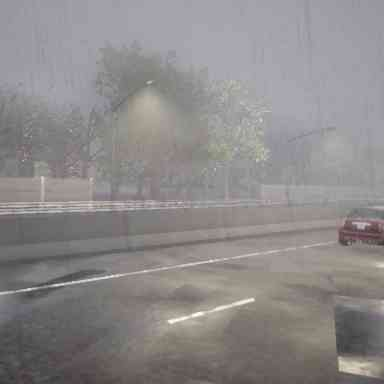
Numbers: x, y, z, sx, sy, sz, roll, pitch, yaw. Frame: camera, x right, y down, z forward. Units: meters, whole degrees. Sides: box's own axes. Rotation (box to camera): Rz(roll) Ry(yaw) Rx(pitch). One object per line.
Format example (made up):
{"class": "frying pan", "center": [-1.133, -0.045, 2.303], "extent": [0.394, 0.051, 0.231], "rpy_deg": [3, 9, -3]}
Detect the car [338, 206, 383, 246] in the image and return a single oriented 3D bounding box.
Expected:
{"class": "car", "center": [8.245, 1.366, 14.050], "extent": [4.553, 1.767, 2.097], "rpy_deg": [0, 0, -35]}
